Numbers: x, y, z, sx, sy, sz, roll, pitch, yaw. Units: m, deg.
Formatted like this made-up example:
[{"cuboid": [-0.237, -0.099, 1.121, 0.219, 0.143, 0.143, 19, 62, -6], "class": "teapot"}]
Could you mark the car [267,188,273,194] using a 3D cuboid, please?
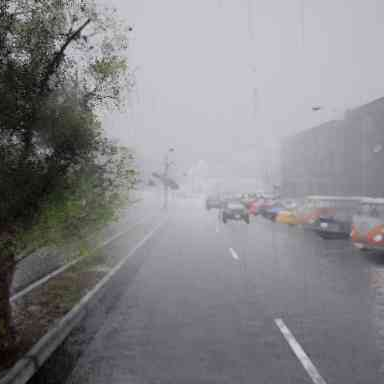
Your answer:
[{"cuboid": [19.943, -0.001, 84.331, 2.002, 1.452, 4.674, -7, 4, -30], "class": "car"}]

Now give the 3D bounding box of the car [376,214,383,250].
[{"cuboid": [7.764, 1.463, 8.869, 5.008, 1.535, 2.097, 1, 0, -20], "class": "car"}]

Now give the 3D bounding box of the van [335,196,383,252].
[{"cuboid": [7.657, 1.229, 11.833, 4.442, 1.987, 1.878, 1, 0, -20], "class": "van"}]

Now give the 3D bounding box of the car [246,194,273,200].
[{"cuboid": [7.616, 1.287, 29.966, 4.553, 1.767, 2.185, 1, 0, -21], "class": "car"}]

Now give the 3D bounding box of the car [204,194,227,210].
[{"cuboid": [2.611, 1.400, 41.216, 2.128, 1.511, 4.902, 0, 0, -2], "class": "car"}]

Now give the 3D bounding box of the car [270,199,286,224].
[{"cuboid": [7.914, 1.434, 20.986, 5.366, 1.575, 1.946, 1, 0, -20], "class": "car"}]

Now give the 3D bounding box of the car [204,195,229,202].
[{"cuboid": [5.305, 1.343, 72.149, 4.792, 1.488, 2.163, 1, 0, -26], "class": "car"}]

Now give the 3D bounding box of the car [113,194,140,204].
[{"cuboid": [-12.374, 1.257, 63.002, 4.553, 1.767, 2.185, -1, 0, -25], "class": "car"}]

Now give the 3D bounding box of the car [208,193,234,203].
[{"cuboid": [5.727, 1.197, 66.174, 4.553, 1.767, 2.185, 1, 0, -25], "class": "car"}]

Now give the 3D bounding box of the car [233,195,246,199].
[{"cuboid": [7.490, 1.397, 36.012, 5.008, 1.535, 2.097, 1, 0, -22], "class": "car"}]

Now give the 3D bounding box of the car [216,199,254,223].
[{"cuboid": [3.037, 1.471, 24.577, 1.812, 1.442, 4.674, 0, 0, -1], "class": "car"}]

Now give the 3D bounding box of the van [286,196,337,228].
[{"cuboid": [7.649, 1.215, 17.858, 4.442, 1.987, 1.878, 1, 0, -20], "class": "van"}]

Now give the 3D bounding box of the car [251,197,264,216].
[{"cuboid": [7.674, 1.421, 26.947, 4.892, 1.521, 2.231, 1, 0, -21], "class": "car"}]

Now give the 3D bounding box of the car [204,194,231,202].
[{"cuboid": [5.250, 1.310, 69.089, 5.366, 1.575, 1.946, 1, 0, -26], "class": "car"}]

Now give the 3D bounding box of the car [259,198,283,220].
[{"cuboid": [7.730, 1.428, 23.929, 5.008, 1.535, 2.097, 1, 0, -21], "class": "car"}]

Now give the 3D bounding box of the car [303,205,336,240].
[{"cuboid": [7.787, 1.479, 14.902, 4.792, 1.488, 2.163, 1, 0, -20], "class": "car"}]

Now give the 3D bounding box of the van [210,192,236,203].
[{"cuboid": [5.856, 1.103, 63.101, 4.442, 1.987, 1.878, 1, 0, -25], "class": "van"}]

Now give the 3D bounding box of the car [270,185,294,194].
[{"cuboid": [22.889, -0.582, 84.848, 2.435, 2.045, 5.566, -7, 4, -30], "class": "car"}]

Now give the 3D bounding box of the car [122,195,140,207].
[{"cuboid": [-11.754, 1.388, 57.167, 5.366, 1.575, 1.946, -1, 0, -24], "class": "car"}]

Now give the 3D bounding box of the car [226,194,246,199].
[{"cuboid": [7.286, 1.382, 42.046, 5.008, 1.535, 2.097, 1, 0, -23], "class": "car"}]

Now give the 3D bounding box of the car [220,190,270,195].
[{"cuboid": [7.124, 1.123, 45.050, 5.566, 2.045, 2.435, 1, 0, -23], "class": "car"}]

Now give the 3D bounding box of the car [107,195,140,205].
[{"cuboid": [-12.322, 1.388, 59.962, 5.366, 1.575, 1.946, -1, 0, -24], "class": "car"}]

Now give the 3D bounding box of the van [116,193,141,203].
[{"cuboid": [-12.571, 1.150, 65.990, 4.442, 1.987, 1.878, -1, 0, -25], "class": "van"}]
